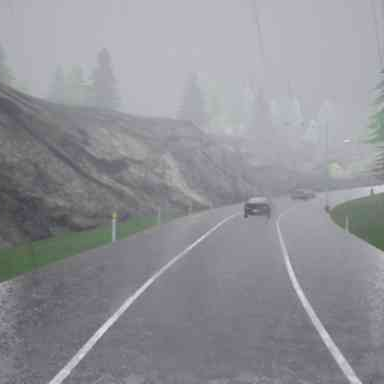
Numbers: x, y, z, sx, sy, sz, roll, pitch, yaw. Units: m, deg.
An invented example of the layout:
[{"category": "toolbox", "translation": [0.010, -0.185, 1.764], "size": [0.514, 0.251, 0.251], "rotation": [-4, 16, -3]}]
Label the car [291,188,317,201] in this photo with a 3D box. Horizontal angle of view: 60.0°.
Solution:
[{"category": "car", "translation": [13.884, 0.290, 41.105], "size": [2.128, 1.511, 4.902], "rotation": [0, 3, 38]}]

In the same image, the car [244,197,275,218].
[{"category": "car", "translation": [5.269, 1.080, 25.598], "size": [1.882, 1.535, 5.008], "rotation": [0, 2, 19]}]
